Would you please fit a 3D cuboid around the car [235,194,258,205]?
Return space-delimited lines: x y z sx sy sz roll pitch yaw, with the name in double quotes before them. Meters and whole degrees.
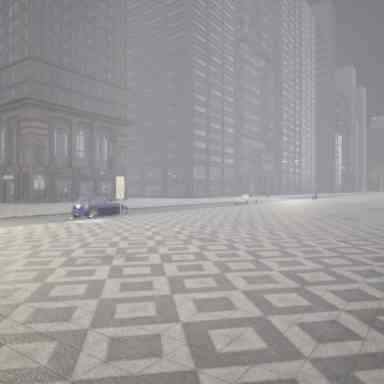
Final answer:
"car" 7.720 1.029 47.301 1.812 1.442 4.674 0 1 36

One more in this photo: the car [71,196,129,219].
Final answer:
"car" -7.169 1.128 26.330 2.097 1.767 4.553 0 1 36
